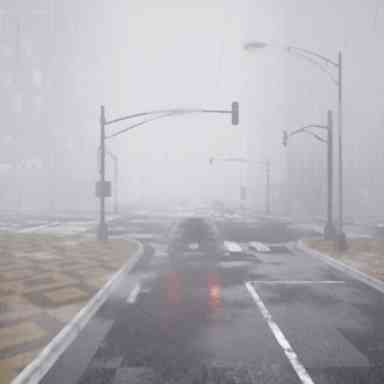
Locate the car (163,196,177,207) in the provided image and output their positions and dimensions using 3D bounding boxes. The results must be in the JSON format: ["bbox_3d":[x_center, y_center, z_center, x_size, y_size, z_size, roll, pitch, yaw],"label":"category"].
[{"bbox_3d":[-3.992,1.886,57.099,1.802,1.307,4.206,0,0,0],"label":"car"}]

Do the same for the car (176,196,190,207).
[{"bbox_3d":[-1.477,1.859,58.682,2.033,1.411,5.357,0,0,0],"label":"car"}]

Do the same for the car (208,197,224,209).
[{"bbox_3d":[3.959,1.845,51.603,1.947,1.339,4.313,0,0,0],"label":"car"}]

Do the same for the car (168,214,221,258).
[{"bbox_3d":[0.110,1.595,12.993,1.812,1.442,4.674,0,0,1],"label":"car"}]

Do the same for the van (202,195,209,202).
[{"bbox_3d":[3.763,1.786,90.295,1.690,1.788,3.998,0,0,0],"label":"van"}]

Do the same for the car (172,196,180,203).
[{"bbox_3d":[-4.096,1.862,84.738,1.967,1.590,4.097,0,0,0],"label":"car"}]

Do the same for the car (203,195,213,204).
[{"bbox_3d":[3.826,1.692,73.712,2.192,1.841,5.009,0,0,0],"label":"car"}]

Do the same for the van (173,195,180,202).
[{"bbox_3d":[-4.117,1.785,90.266,1.690,1.788,3.998,0,0,0],"label":"van"}]

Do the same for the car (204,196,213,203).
[{"bbox_3d":[3.805,1.840,79.240,1.967,1.590,4.097,0,0,0],"label":"car"}]
